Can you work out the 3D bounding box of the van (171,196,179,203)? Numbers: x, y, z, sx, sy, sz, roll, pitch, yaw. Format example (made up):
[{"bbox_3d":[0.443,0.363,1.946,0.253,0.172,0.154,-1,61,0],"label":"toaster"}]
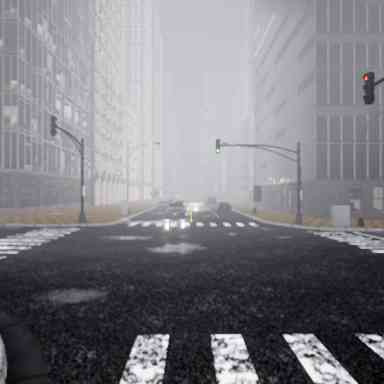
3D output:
[{"bbox_3d":[-4.343,1.900,85.505,1.690,1.788,3.998,0,0,0],"label":"van"}]

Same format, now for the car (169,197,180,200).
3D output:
[{"bbox_3d":[-1.624,1.789,43.643,1.882,1.535,5.008,0,-1,0],"label":"car"}]

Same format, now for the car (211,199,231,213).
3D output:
[{"bbox_3d":[3.852,1.863,41.333,1.947,1.339,4.313,0,0,0],"label":"car"}]

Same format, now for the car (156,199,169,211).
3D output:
[{"bbox_3d":[-4.111,1.913,46.811,1.802,1.307,4.206,0,0,0],"label":"car"}]

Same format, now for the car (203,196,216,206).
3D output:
[{"bbox_3d":[3.670,1.748,63.442,2.192,1.841,5.009,0,0,0],"label":"car"}]

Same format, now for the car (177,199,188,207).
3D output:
[{"bbox_3d":[-1.686,2.008,59.153,1.895,1.301,4.718,0,0,0],"label":"car"}]

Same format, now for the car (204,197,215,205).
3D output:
[{"bbox_3d":[3.637,1.905,68.970,1.967,1.590,4.097,0,0,0],"label":"car"}]

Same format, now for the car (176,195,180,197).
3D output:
[{"bbox_3d":[-4.276,1.936,74.450,1.967,1.590,4.097,0,0,0],"label":"car"}]

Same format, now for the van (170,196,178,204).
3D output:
[{"bbox_3d":[-4.310,1.869,79.978,1.690,1.788,3.998,0,0,0],"label":"van"}]

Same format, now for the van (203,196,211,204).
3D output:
[{"bbox_3d":[3.570,1.869,80.025,1.690,1.788,3.998,0,0,0],"label":"van"}]

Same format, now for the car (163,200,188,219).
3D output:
[{"bbox_3d":[-1.560,1.767,32.628,1.812,1.442,4.674,0,0,0],"label":"car"}]
